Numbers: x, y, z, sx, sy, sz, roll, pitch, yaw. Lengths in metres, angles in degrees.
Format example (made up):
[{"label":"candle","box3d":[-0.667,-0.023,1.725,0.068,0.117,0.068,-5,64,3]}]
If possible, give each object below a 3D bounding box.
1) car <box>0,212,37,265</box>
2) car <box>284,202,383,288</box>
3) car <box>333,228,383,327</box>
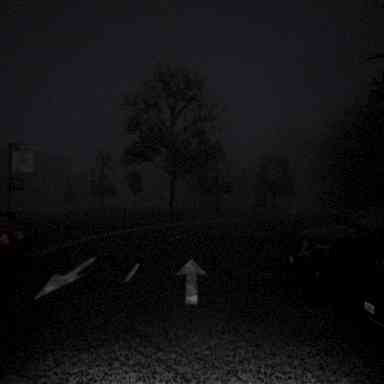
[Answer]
[{"label":"car","box3d":[-7.173,1.341,9.785,4.553,1.767,2.185,0,0,0]},{"label":"car","box3d":[5.044,1.215,7.666,5.566,2.045,2.435,0,0,0]},{"label":"car","box3d":[5.078,1.466,4.997,4.892,1.521,2.231,0,0,0]}]
